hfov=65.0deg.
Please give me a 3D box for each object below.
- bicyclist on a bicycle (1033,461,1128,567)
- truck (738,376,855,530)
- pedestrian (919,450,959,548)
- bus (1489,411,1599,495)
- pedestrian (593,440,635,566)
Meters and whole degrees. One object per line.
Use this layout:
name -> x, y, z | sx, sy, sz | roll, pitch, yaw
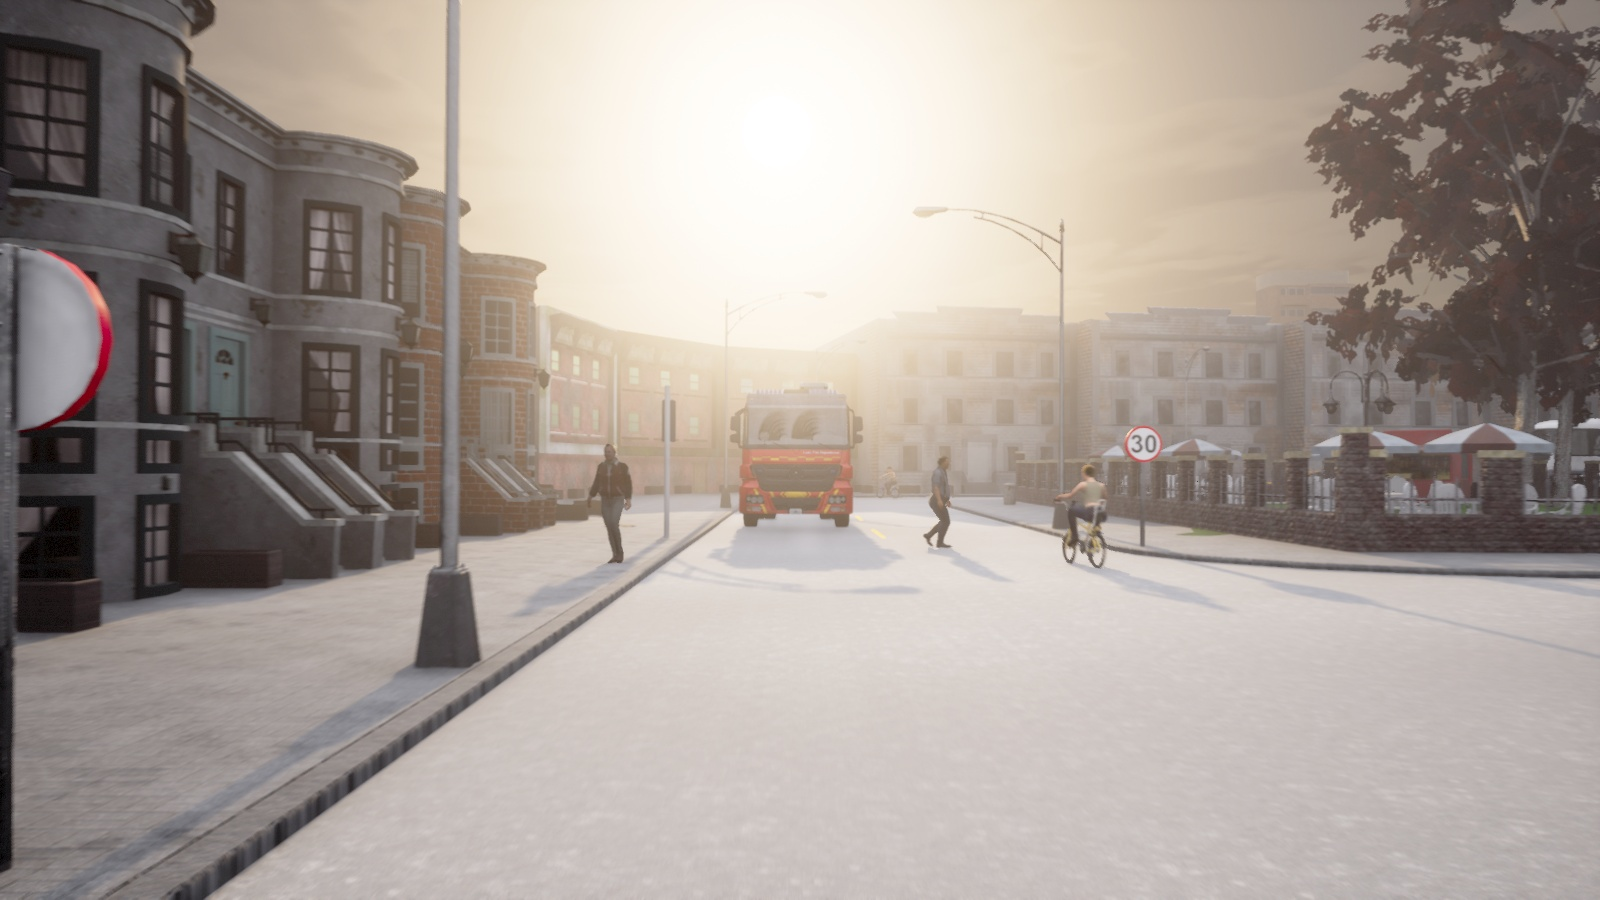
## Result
bicyclist on a bicycle -> 4.473, 1.005, 20.135 | 0.866, 1.612, 1.509 | 2, -1, -13
truck -> -0.071, 0.134, 35.485 | 2.891, 3.827, 8.468 | 0, -1, 0
pedestrian -> 2.665, 0.926, 24.043 | 0.694, 1.848, 0.540 | 0, -1, 14
bus -> 42.166, 0.165, 65.436 | 10.273, 4.253, 3.944 | 0, -1, 0
pedestrian -> -2.797, 0.792, 18.962 | 0.376, 1.854, 0.720 | 0, -1, 14
